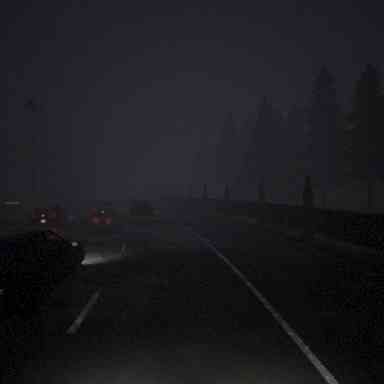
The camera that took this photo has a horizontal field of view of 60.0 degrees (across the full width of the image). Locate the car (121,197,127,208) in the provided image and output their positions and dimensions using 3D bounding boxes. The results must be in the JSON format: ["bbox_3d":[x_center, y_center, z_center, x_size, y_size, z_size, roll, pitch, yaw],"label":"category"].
[{"bbox_3d":[-8.881,1.380,46.715,1.882,1.535,5.008,0,0,-14],"label":"car"}]

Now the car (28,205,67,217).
[{"bbox_3d":[-10.029,1.563,23.438,1.895,1.301,4.718,0,0,-13],"label":"car"}]

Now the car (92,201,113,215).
[{"bbox_3d":[-8.732,1.537,32.615,1.895,1.301,4.718,0,0,-14],"label":"car"}]

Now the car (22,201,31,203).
[{"bbox_3d":[-31.873,1.428,65.095,2.128,1.511,4.902,0,0,-15],"label":"car"}]

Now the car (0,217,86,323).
[{"bbox_3d":[-3.838,1.537,7.330,2.033,1.411,5.357,0,0,-5],"label":"car"}]

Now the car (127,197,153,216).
[{"bbox_3d":[-4.845,1.409,31.499,1.882,1.535,5.008,0,0,-14],"label":"car"}]
